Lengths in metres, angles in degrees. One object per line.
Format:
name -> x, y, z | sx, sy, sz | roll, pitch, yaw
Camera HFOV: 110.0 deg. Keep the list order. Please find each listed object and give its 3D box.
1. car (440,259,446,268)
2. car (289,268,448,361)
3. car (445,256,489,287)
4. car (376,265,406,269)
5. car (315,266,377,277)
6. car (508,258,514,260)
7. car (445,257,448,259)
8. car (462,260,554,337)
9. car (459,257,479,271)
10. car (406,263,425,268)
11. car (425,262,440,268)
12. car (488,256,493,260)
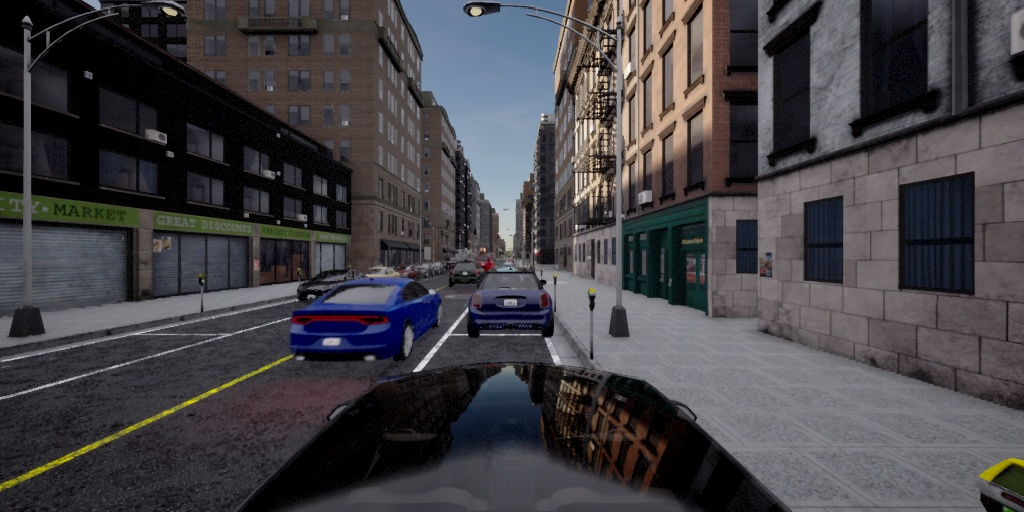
car -> -8.408, 1.294, 38.870 | 2.007, 1.370, 4.403 | 0, 0, 0
car -> -2.924, 1.227, 8.289 | 1.882, 1.535, 5.008 | 0, 0, 0
car -> -2.922, 1.104, 24.360 | 2.097, 1.767, 4.553 | 0, 0, 0
car -> -8.408, 1.275, 22.461 | 1.751, 1.417, 4.829 | 0, 0, 0
car -> -8.408, 1.315, 17.218 | 1.948, 1.339, 4.313 | 0, 0, 0
car -> -0.383, 1.269, 39.031 | 1.751, 1.417, 4.829 | 0, 0, 0
car -> -8.408, 1.051, 49.696 | 2.192, 1.841, 5.009 | 0, 0, 0
car -> -0.033, 1.102, 10.470 | 2.097, 1.767, 4.553 | 0, 0, 0
car -> -5.784, 1.088, 48.627 | 2.097, 1.767, 4.553 | 0, 0, 0
car -> -8.408, 1.331, 28.044 | 1.802, 1.307, 4.207 | 0, 0, 0
car -> -8.408, 1.297, 33.457 | 2.007, 1.370, 4.403 | 0, 0, 0
car -> -3.020, 0.965, 39.054 | 2.150, 2.045, 5.566 | 0, 0, 0
